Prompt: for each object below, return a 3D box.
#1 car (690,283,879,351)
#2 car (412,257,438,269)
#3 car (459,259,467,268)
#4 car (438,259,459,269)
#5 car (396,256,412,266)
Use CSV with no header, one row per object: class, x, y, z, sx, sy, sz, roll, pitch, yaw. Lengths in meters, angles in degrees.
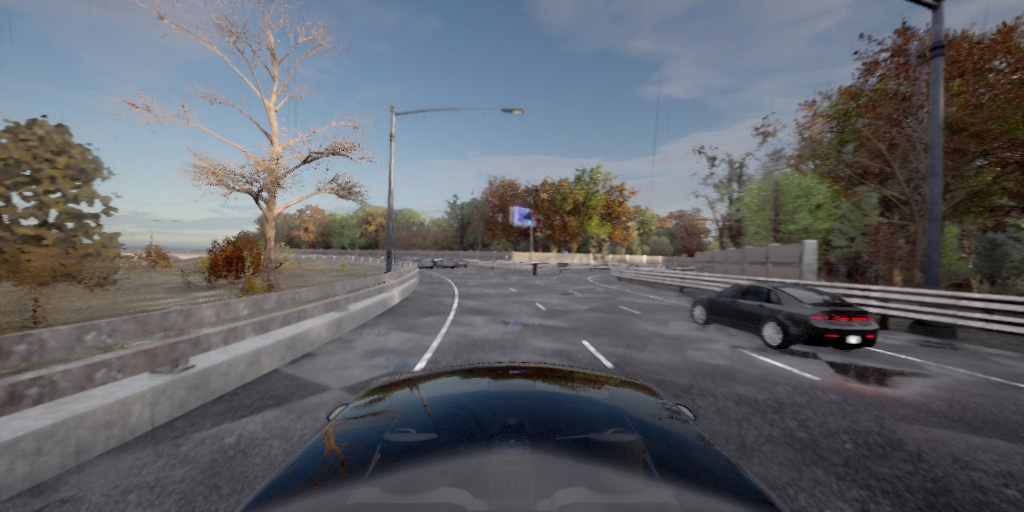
car,6.876,1.477,9.808,1.837,1.490,4.892,2,0,-4
car,-13.201,1.233,54.068,1.994,1.385,4.181,2,0,-29
car,-9.266,1.298,61.290,2.128,1.511,4.902,2,-1,-31
car,-10.495,1.316,56.397,1.994,1.385,4.181,2,0,-29
car,-17.743,1.135,61.521,2.033,1.411,5.357,2,0,-34
